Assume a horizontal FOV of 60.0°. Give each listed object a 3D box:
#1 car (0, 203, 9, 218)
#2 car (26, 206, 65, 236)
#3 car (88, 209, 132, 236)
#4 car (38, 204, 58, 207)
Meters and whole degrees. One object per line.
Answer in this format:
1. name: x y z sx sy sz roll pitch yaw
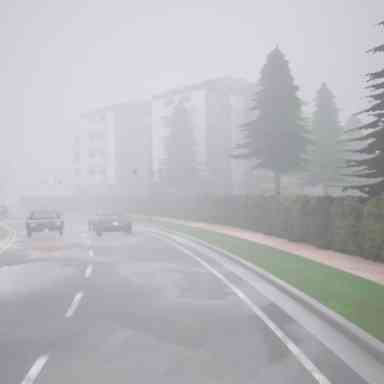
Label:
1. car: -20.383 1.858 33.873 4.902 1.511 2.128 -1 0 41
2. car: -8.780 1.773 19.718 1.895 1.301 4.718 -1 0 -27
3. car: -4.940 1.684 19.709 1.994 1.385 4.181 -1 0 -24
4. car: -14.619 1.888 33.497 1.895 1.301 4.718 -1 0 -44
